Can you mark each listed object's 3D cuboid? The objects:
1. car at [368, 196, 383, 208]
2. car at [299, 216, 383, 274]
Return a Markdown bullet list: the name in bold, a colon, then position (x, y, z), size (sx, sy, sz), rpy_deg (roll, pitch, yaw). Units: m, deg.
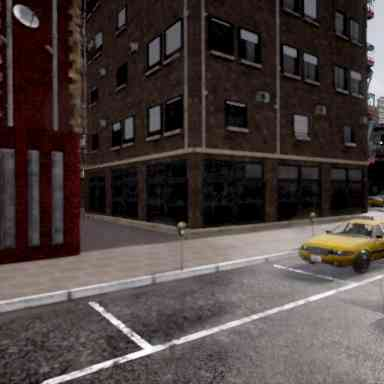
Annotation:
- **car**: position (21.993, 1.157, 41.553), size (1.752, 1.417, 4.829), rpy_deg (0, 0, -35)
- **car**: position (5.302, 1.450, 10.342), size (4.829, 1.417, 1.752), rpy_deg (-1, 0, -35)
